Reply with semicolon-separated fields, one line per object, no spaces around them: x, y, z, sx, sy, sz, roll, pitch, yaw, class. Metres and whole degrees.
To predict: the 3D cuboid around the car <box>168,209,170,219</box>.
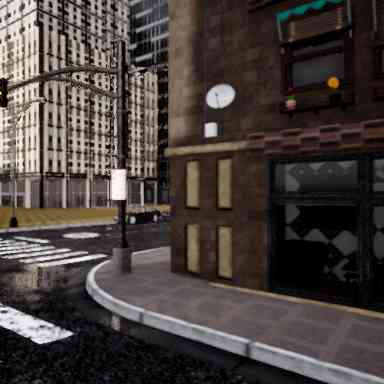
-1.125;1.885;31.046;2.008;1.369;4.403;-1;-2;35;car

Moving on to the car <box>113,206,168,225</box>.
-4.326;1.804;26.488;2.008;1.369;4.403;-1;-2;35;car
